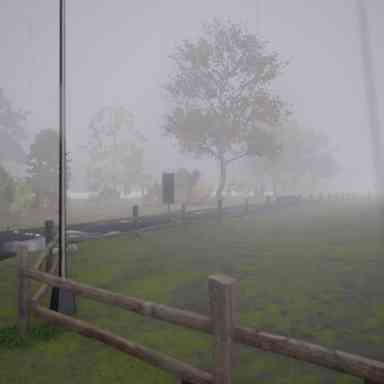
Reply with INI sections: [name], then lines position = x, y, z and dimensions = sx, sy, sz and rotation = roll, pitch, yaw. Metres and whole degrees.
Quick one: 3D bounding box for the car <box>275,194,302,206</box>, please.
[car]
position = 11.006, 0.904, 37.855
dimensions = 1.994, 1.385, 4.181
rotation = 0, 1, 37
